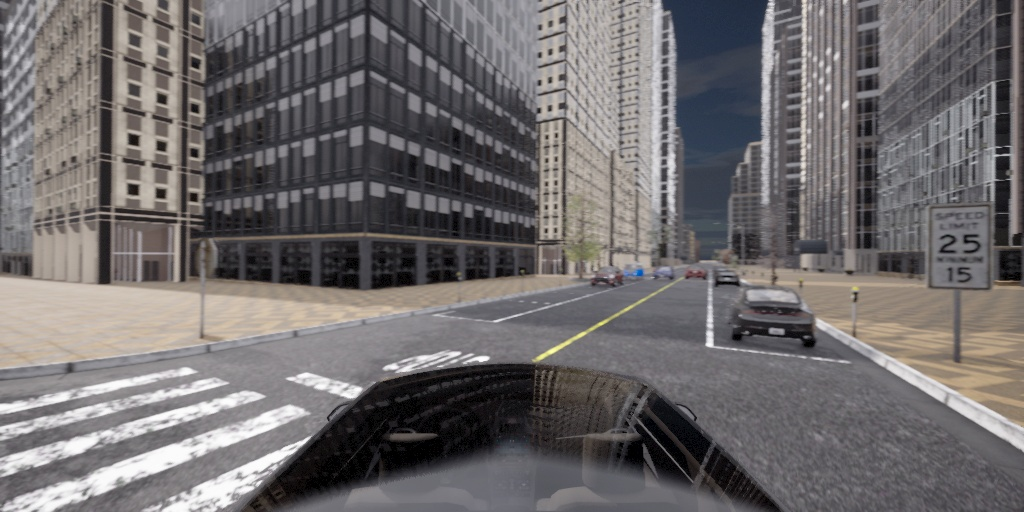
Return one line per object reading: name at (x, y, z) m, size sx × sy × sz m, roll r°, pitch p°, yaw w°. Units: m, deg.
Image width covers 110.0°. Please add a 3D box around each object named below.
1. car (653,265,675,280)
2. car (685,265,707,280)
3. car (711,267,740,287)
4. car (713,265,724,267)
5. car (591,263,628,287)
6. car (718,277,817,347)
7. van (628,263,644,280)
car at (17.168, 1.919, 40.392) m, size 1.812 × 1.442 × 4.674 m, roll 0°, pitch -1°, yaw 29°
car at (21.340, 1.815, 41.562) m, size 2.097 × 1.767 × 4.553 m, roll 0°, pitch -1°, yaw 29°
car at (17.773, 1.858, 29.735) m, size 1.948 × 1.339 × 4.313 m, roll 0°, pitch 0°, yaw 29°
car at (25.960, 2.124, 44.549) m, size 1.948 × 1.339 × 4.313 m, roll 0°, pitch 0°, yaw 29°
car at (7.713, 1.581, 28.859) m, size 1.967 × 1.591 × 4.097 m, roll 0°, pitch 0°, yaw 29°
car at (6.971, 1.485, 9.922) m, size 2.007 × 1.370 × 4.403 m, roll 0°, pitch 0°, yaw 29°
van at (13.170, 1.661, 38.733) m, size 1.690 × 1.789 × 3.998 m, roll 0°, pitch 0°, yaw 29°
